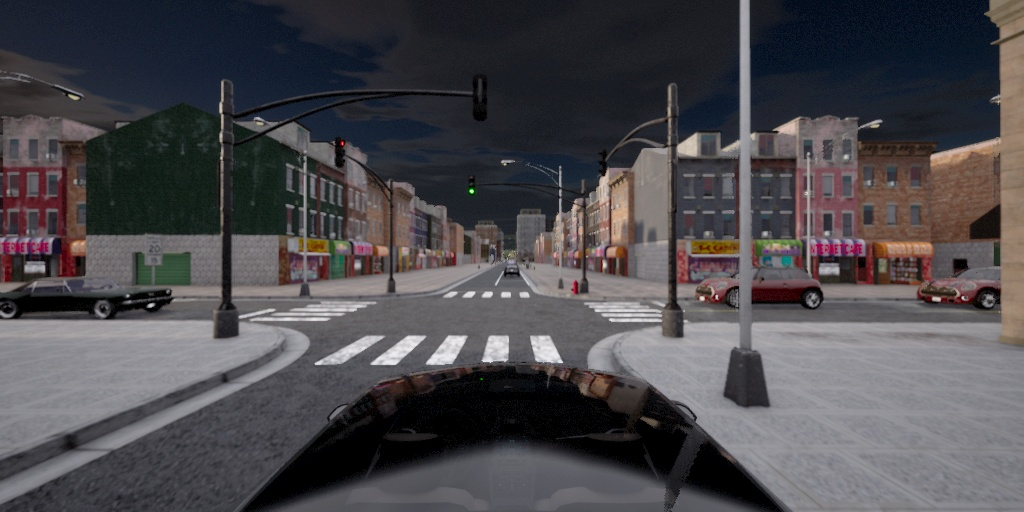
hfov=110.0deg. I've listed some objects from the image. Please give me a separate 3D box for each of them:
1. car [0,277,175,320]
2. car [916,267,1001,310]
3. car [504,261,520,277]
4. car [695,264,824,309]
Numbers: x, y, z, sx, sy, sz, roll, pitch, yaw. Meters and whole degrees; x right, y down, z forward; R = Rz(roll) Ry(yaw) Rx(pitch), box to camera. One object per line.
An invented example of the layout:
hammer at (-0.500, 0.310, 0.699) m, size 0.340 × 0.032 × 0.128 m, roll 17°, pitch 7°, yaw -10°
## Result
car at (-14.646, 1.388, 12.271) m, size 4.718 × 1.301 × 1.895 m, roll 0°, pitch 0°, yaw -3°
car at (20.317, 1.263, 15.274) m, size 4.553 × 1.767 × 2.097 m, roll 0°, pitch 0°, yaw 0°
car at (-0.015, 1.591, 40.068) m, size 1.948 × 1.339 × 4.313 m, roll 0°, pitch 0°, yaw 0°
car at (10.338, 1.230, 15.261) m, size 4.553 × 1.767 × 2.097 m, roll 0°, pitch 0°, yaw 0°
